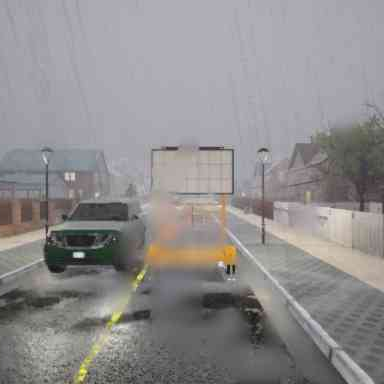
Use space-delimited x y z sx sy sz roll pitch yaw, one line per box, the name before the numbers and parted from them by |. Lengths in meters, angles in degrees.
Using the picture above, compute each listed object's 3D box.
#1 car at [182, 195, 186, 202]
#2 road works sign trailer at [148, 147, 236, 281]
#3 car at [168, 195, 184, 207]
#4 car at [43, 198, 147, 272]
car | -2.724 1.670 87.678 2.097 1.767 4.553 0 0 0
road works sign trailer | 0.016 0.471 9.851 2.380 3.560 2.880 0 0 0
car | -2.823 1.690 54.592 1.994 1.385 4.181 0 0 0
car | -2.845 1.229 11.124 2.150 2.045 5.566 0 0 0
